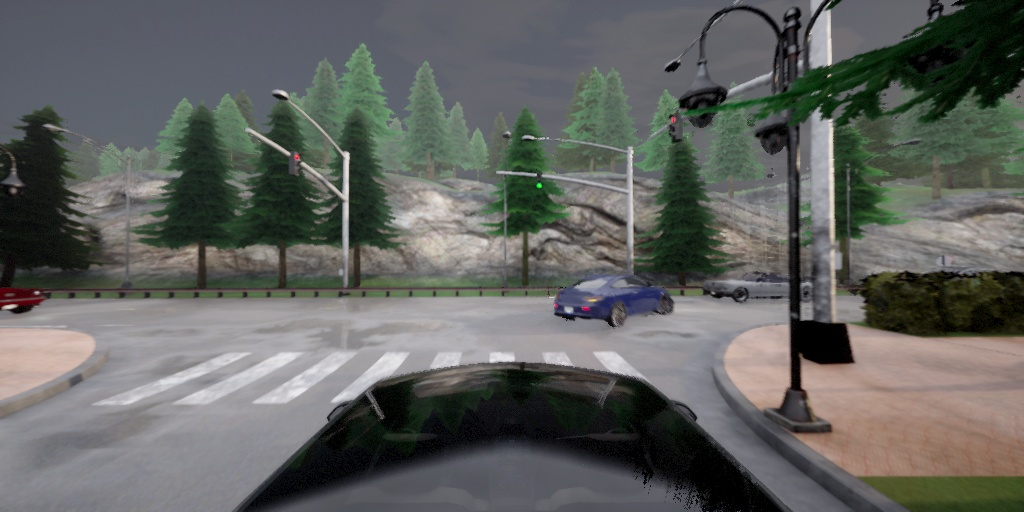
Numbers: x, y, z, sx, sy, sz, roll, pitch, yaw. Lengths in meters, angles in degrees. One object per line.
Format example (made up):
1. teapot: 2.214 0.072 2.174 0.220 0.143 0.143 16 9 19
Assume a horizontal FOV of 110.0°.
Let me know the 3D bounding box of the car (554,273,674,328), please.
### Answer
1. car: 3.289 1.266 11.420 4.674 1.442 1.812 -2 0 -42

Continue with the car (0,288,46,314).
1. car: -18.229 1.318 11.370 4.718 1.301 1.895 0 -1 -2

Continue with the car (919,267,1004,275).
1. car: 20.544 1.249 16.677 4.902 1.511 2.128 0 -1 -2

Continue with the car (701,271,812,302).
1. car: 11.282 1.359 16.294 4.718 1.301 1.895 0 -1 -2
